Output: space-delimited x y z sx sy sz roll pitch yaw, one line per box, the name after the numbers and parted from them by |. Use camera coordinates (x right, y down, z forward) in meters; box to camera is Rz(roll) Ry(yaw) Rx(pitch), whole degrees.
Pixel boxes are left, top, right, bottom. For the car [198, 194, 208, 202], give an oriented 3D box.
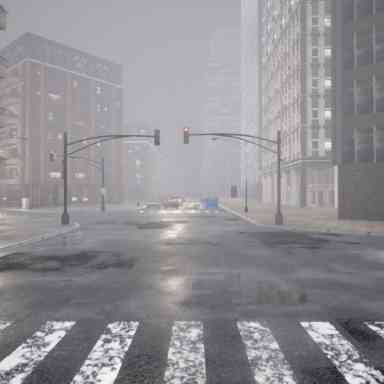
2.750 1.467 84.761 2.192 1.841 5.009 0 0 0 | car

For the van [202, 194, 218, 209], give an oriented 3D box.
2.668 1.386 45.893 1.690 1.788 3.998 0 0 0 | van

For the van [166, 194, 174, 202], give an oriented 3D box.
-5.140 1.473 79.224 1.690 1.788 3.998 0 0 0 | van

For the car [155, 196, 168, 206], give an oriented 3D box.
-5.189 1.509 57.016 1.967 1.590 4.097 0 0 0 | car

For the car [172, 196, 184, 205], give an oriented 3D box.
-2.658 1.579 64.005 2.128 1.511 4.902 0 0 1 | car

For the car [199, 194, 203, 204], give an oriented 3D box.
2.715 1.644 68.102 1.887 1.381 4.507 0 0 0 | car

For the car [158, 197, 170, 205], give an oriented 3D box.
-5.177 1.650 62.568 1.947 1.339 4.313 0 0 0 | car

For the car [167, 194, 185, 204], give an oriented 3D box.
-2.706 1.414 54.165 2.097 1.767 4.553 0 0 0 | car

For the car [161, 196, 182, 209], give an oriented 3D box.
-2.731 1.644 45.039 1.895 1.301 4.718 0 0 0 | car

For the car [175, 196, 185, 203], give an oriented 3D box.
-2.590 1.668 73.887 1.994 1.385 4.181 0 0 0 | car

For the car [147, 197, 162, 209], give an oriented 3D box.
-5.213 1.570 45.740 1.752 1.417 4.829 0 0 0 | car
